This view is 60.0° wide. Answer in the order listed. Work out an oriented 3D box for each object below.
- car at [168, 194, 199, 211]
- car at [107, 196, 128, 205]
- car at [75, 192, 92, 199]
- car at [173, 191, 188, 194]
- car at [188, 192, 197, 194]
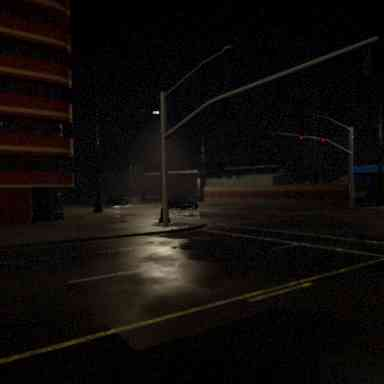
[{"bbox_3d":[-1.192,1.258,36.776,1.812,1.442,4.674,-2,1,-37],"label":"car"},{"bbox_3d":[-11.355,1.276,50.466,1.812,1.442,4.674,-2,1,-36],"label":"car"},{"bbox_3d":[-20.609,0.735,63.042,2.097,1.767,4.553,-2,1,-37],"label":"car"},{"bbox_3d":[-2.277,0.516,78.230,4.611,1.667,2.242,-2,1,-35],"label":"car"},{"bbox_3d":[1.697,0.655,74.011,3.806,1.475,1.970,-2,1,-35],"label":"car"}]
